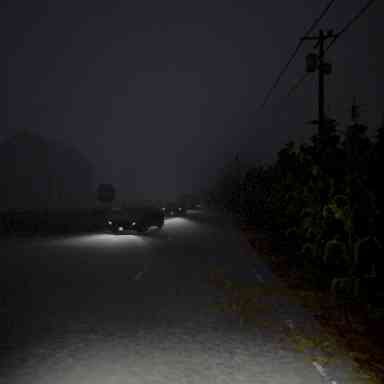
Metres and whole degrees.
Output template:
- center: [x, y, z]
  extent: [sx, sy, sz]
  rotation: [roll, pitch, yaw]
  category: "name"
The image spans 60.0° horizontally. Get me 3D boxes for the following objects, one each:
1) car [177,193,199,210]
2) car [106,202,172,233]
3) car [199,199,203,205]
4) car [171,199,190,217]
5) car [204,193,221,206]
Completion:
- center: [-0.680, 1.224, 44.287]
  extent: [2.150, 2.045, 5.566]
  rotation: [0, 0, 5]
  category: "car"
- center: [-3.115, 1.550, 19.998]
  extent: [2.033, 1.411, 5.357]
  rotation: [0, 0, 13]
  category: "car"
- center: [0.334, 1.554, 56.879]
  extent: [2.033, 1.411, 5.357]
  rotation: [0, 0, 5]
  category: "car"
- center: [-1.631, 1.604, 32.019]
  extent: [1.895, 1.301, 4.718]
  rotation: [0, 0, 4]
  category: "car"
- center: [3.598, 1.227, 55.896]
  extent: [2.150, 2.045, 5.566]
  rotation: [0, 0, 5]
  category: "car"
